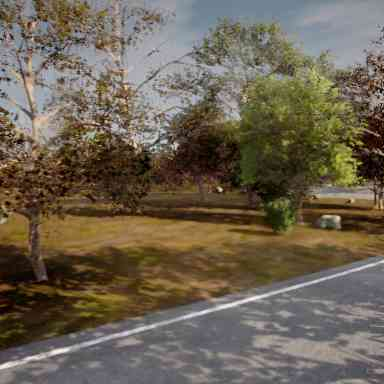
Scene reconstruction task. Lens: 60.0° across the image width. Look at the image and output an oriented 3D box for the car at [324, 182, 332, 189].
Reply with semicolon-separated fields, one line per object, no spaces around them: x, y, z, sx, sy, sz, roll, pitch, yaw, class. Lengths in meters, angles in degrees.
29.505;-1.468;73.642;1.895;1.301;4.718;-2;4;40;car
